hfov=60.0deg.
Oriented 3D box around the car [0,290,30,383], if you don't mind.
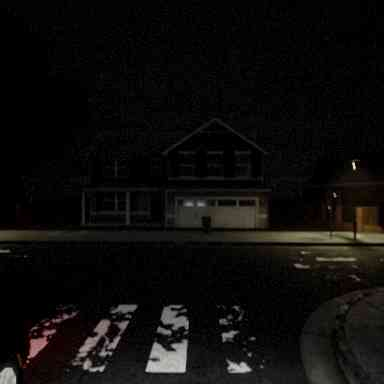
[{"bbox_3d":[-2.593,1.487,1.570,1.882,1.535,5.008,1,0,-3],"label":"car"}]
